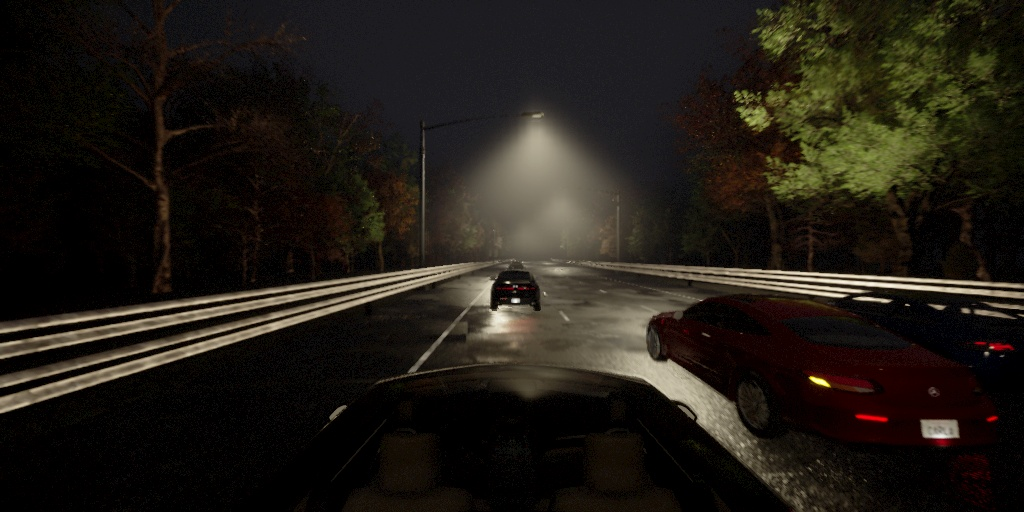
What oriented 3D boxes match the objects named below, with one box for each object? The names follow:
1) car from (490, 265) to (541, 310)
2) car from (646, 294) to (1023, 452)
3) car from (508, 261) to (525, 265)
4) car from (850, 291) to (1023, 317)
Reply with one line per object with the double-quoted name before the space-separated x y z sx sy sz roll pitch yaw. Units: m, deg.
"car" 0.144 1.310 14.983 1.837 1.490 4.892 0 0 0
"car" 3.604 1.292 5.318 1.812 1.442 4.674 0 0 0
"car" 0.584 1.437 46.875 1.837 1.490 4.892 0 0 1
"car" 7.108 1.338 6.654 1.994 1.385 4.181 0 0 0
